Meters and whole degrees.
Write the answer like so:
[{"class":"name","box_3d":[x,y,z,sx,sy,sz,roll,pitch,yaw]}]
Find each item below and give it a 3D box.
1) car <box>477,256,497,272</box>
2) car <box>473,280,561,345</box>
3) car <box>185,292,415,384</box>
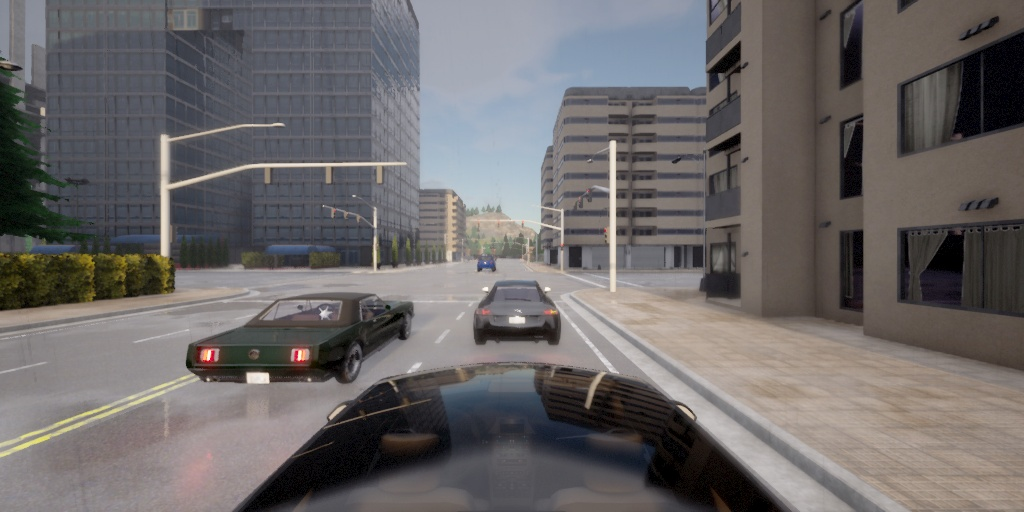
[{"class":"car","box_3d":[-3.232,0.963,46.267,2.150,2.045,5.566,0,0,0]},{"class":"car","box_3d":[0.126,1.312,9.504,1.994,1.385,4.181,0,0,1]},{"class":"car","box_3d":[-3.384,1.350,7.025,1.895,1.301,4.718,0,0,0]}]
